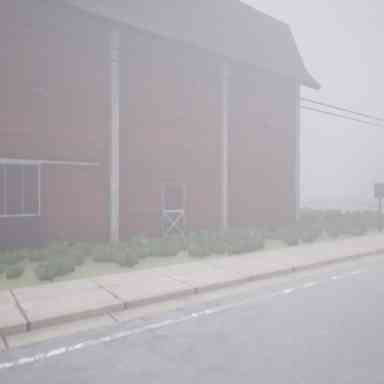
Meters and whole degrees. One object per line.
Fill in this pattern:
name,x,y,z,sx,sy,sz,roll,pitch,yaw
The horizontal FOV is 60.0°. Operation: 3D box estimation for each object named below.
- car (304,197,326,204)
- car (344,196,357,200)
car,18.813,1.502,51.007,4.193,1.474,1.816,0,0,-36
car,28.493,1.517,59.565,3.905,1.438,1.784,0,0,-36
